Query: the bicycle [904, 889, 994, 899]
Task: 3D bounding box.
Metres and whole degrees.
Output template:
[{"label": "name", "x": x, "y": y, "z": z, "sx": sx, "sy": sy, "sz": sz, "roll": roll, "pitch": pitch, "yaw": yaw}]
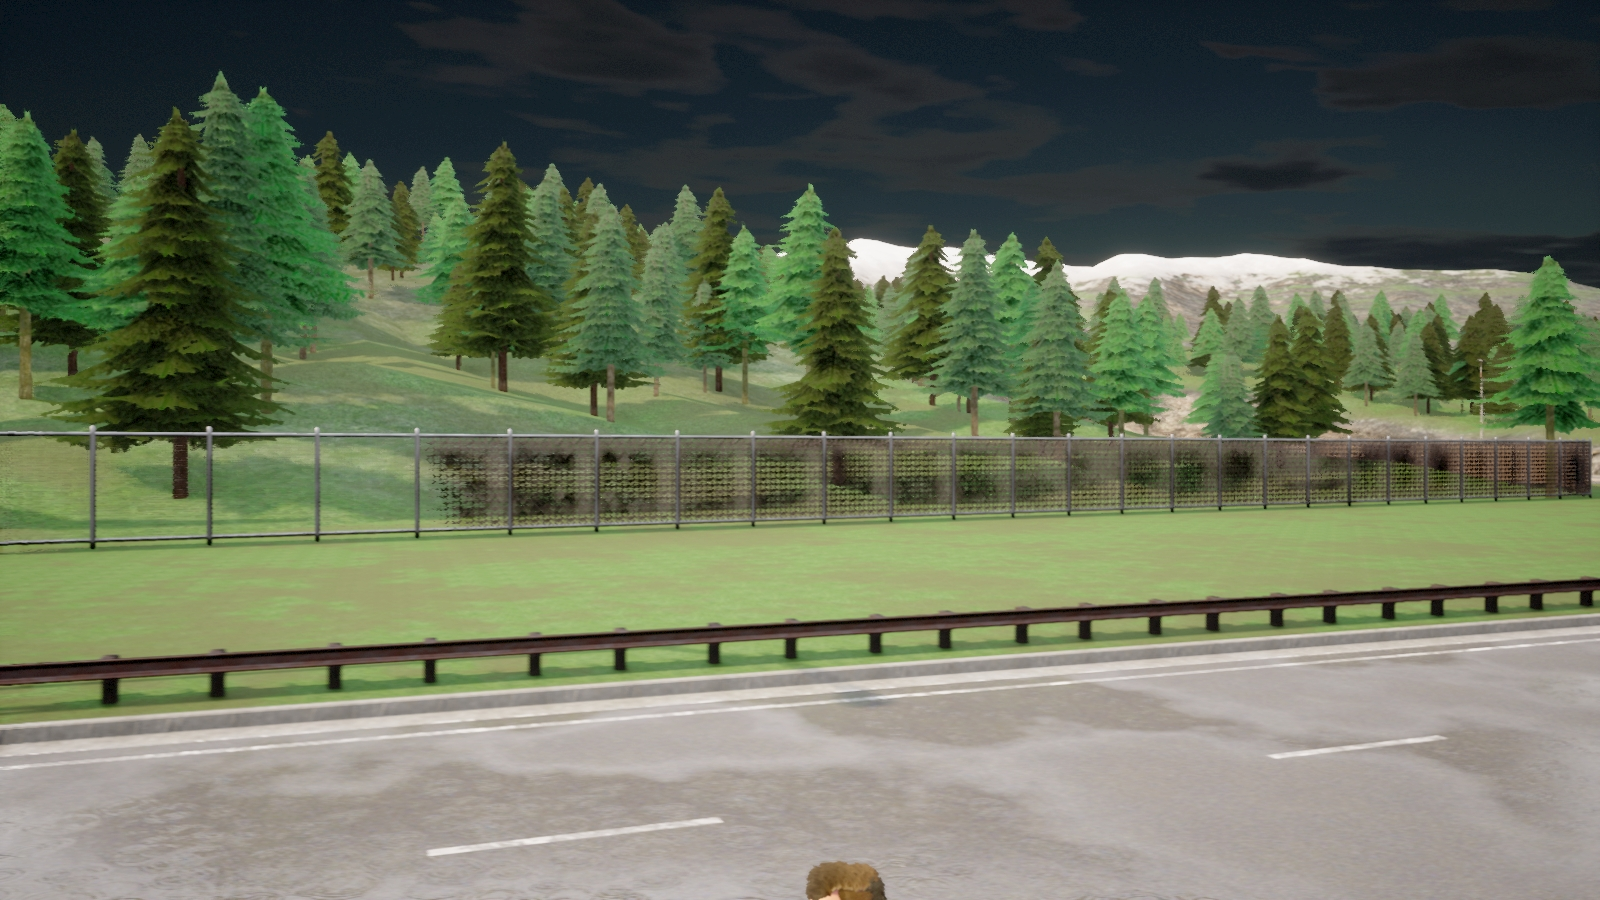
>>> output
[{"label": "bicycle", "x": 0.061, "y": 2.157, "z": 3.297, "sx": 1.487, "sy": 1.277, "sz": 0.859, "roll": 0, "pitch": 0, "yaw": -19}]
